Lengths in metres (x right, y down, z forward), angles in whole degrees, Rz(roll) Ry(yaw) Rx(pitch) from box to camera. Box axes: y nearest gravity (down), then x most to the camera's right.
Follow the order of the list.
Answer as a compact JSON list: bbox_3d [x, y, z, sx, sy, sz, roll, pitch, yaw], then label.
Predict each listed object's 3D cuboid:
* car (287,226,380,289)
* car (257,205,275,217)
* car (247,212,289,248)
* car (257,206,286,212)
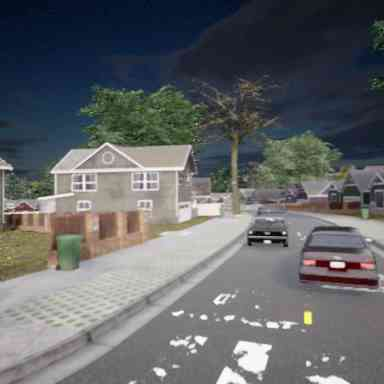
[{"bbox_3d":[4.231,1.709,9.737,2.033,1.411,5.357,-1,-1,23],"label":"car"},{"bbox_3d":[9.858,2.514,44.640,1.994,1.385,4.181,-1,-2,7],"label":"car"},{"bbox_3d":[3.881,1.900,16.606,1.895,1.301,4.718,-1,-1,16],"label":"car"},{"bbox_3d":[6.982,2.016,28.793,2.128,1.511,4.902,-1,-1,12],"label":"car"}]
